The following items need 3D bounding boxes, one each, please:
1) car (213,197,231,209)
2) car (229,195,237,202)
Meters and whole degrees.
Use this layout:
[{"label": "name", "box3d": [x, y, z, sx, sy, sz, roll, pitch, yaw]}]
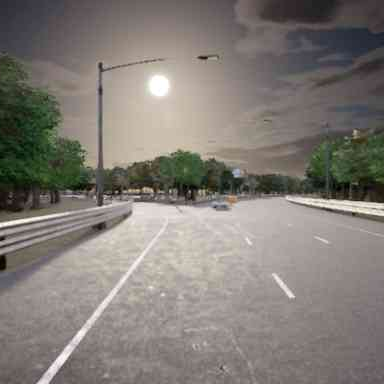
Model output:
[{"label": "car", "box3d": [4.051, 1.611, 46.643, 1.895, 1.301, 4.718, 0, 0, 8]}, {"label": "car", "box3d": [9.072, 1.503, 74.748, 1.882, 1.535, 5.008, 0, 0, 12]}]
